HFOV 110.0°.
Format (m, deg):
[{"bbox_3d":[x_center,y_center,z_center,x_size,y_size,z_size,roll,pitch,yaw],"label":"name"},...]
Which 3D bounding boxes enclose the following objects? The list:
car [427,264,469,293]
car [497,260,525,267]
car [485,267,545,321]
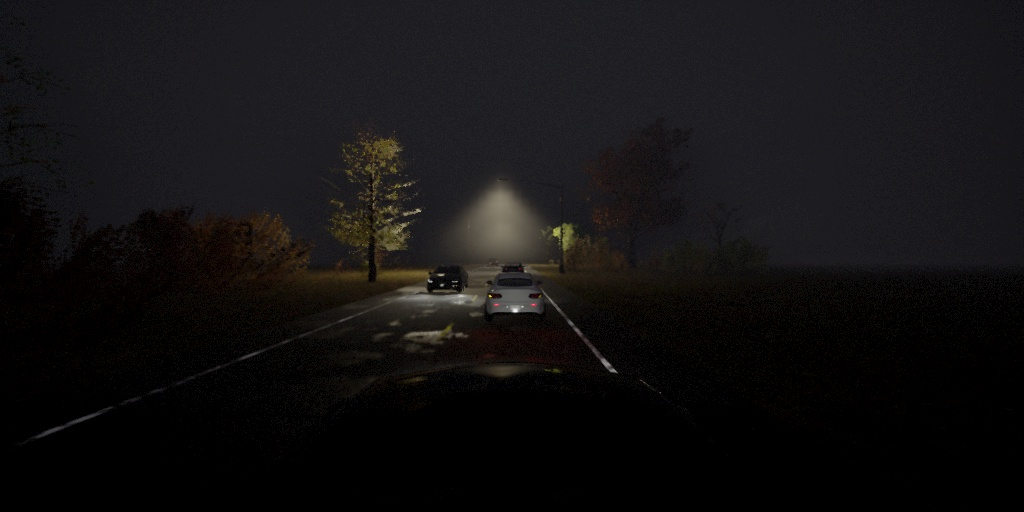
[{"bbox_3d":[-3.609,1.251,20.855,1.837,1.490,4.892,0,0,0],"label":"car"},{"bbox_3d":[0.086,1.235,30.244,2.128,1.511,4.902,0,0,0],"label":"car"},{"bbox_3d":[0.093,1.275,12.346,1.812,1.442,4.674,0,0,0],"label":"car"}]
